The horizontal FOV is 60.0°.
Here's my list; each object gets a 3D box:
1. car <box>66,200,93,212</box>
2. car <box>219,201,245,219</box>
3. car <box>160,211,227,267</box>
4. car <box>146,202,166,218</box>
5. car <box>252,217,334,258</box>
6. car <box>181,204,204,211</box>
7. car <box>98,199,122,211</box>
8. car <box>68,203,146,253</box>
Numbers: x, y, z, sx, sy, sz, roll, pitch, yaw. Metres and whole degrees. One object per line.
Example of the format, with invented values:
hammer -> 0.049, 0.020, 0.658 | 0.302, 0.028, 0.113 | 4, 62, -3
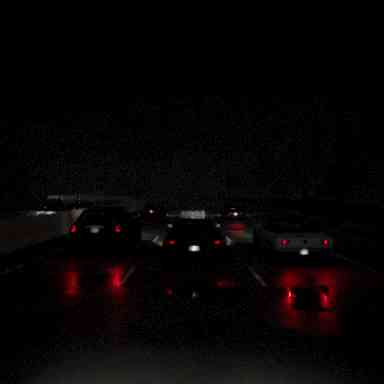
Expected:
car -> -14.149, 1.682, 42.062 | 1.895, 1.301, 4.718 | 0, 0, -1
car -> 3.586, 1.562, 29.703 | 1.837, 1.490, 4.892 | 0, 0, 0
car -> 0.075, 1.586, 11.502 | 1.994, 1.385, 4.181 | 0, 0, 0
car -> -3.415, 1.622, 29.965 | 1.994, 1.385, 4.181 | 0, 0, 0
car -> 3.581, 1.626, 12.787 | 1.895, 1.301, 4.718 | 0, 0, 0
car -> 0.080, 1.654, 27.781 | 1.895, 1.301, 4.718 | 0, 0, 0
car -> -10.672, 1.632, 43.690 | 2.033, 1.411, 5.357 | 0, 0, -1
car -> -3.419, 1.380, 13.870 | 2.097, 1.767, 4.553 | 0, 0, 0
